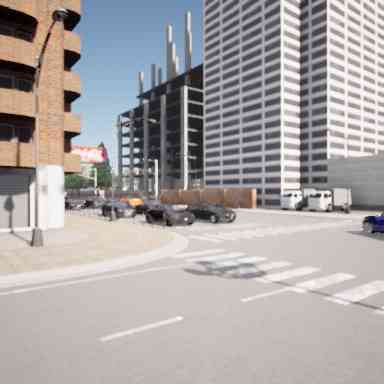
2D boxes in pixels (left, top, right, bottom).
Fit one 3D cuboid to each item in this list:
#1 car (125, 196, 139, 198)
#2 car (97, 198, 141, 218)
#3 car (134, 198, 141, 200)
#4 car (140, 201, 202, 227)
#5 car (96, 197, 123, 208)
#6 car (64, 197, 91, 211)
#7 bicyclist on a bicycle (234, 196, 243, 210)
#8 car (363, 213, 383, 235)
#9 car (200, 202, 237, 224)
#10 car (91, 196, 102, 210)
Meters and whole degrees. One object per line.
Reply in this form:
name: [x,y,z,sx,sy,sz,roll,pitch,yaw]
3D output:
car: [-9.745,1.367,52.305,2.097,1.767,4.553,0,0,-36]
car: [-6.751,1.559,30.423,1.812,1.442,4.674,0,0,-36]
car: [-3.964,1.591,32.528,1.994,1.385,4.181,0,0,-36]
car: [-1.570,1.598,23.374,1.994,1.385,4.181,0,0,-36]
car: [-12.579,1.568,50.251,2.033,1.411,5.357,0,0,-36]
car: [-14.777,1.526,41.347,2.128,1.511,4.902,0,0,-36]
bicyclist on a bicycle: [5.566,1.308,39.779,1.656,1.620,0.582,0,0,-36]
car: [10.439,1.488,16.194,1.882,1.535,5.008,1,0,-5]
car: [1.332,1.533,25.336,1.837,1.490,4.892,0,0,-36]
car: [-12.757,1.378,44.520,2.097,1.767,4.553,0,0,-36]
